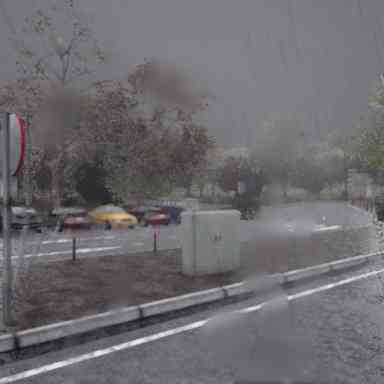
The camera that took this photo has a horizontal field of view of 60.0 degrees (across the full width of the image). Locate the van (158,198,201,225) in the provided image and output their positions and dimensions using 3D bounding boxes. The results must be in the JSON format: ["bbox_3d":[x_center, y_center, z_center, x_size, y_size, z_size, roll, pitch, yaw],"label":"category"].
[{"bbox_3d":[-1.014,1.442,25.877,1.878,1.987,4.442,1,0,-36],"label":"van"}]

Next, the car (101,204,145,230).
[{"bbox_3d":[-5.490,1.619,22.591,1.946,1.575,5.366,1,0,-36],"label":"car"}]

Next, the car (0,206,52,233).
[{"bbox_3d":[-10.108,1.578,19.510,2.231,1.521,4.892,1,0,-36],"label":"car"}]

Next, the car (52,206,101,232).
[{"bbox_3d":[-7.872,1.628,21.152,2.163,1.488,4.792,1,0,-36],"label":"car"}]

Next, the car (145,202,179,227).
[{"bbox_3d":[-3.357,1.674,24.382,2.163,1.488,4.792,1,0,-36],"label":"car"}]
